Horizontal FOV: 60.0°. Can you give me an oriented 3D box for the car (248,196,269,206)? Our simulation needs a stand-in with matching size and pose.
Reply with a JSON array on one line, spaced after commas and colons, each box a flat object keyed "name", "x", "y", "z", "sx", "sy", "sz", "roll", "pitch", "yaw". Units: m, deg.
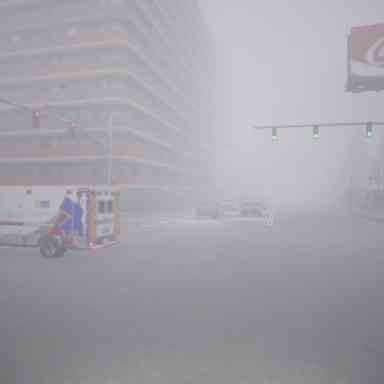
[{"name": "car", "x": 8.370, "y": 1.525, "z": 41.771, "sx": 1.812, "sy": 1.442, "sz": 4.674, "roll": 0, "pitch": 0, "yaw": 15}]

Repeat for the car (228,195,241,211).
[{"name": "car", "x": 4.429, "y": 1.477, "z": 40.547, "sx": 1.882, "sy": 1.535, "sz": 5.008, "roll": 0, "pitch": 0, "yaw": 15}]

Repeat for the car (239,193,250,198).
[{"name": "car", "x": 8.999, "y": 1.224, "z": 57.829, "sx": 2.150, "sy": 2.045, "sz": 5.566, "roll": 0, "pitch": 0, "yaw": 15}]

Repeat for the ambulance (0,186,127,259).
[{"name": "ambulance", "x": -5.843, "y": 1.031, "z": 12.582, "sx": 6.366, "sy": 2.431, "sz": 2.351, "roll": 0, "pitch": 0, "yaw": 15}]

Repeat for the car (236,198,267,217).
[{"name": "car", "x": 5.754, "y": 1.547, "z": 31.823, "sx": 2.033, "sy": 1.411, "sz": 5.357, "roll": 0, "pitch": 0, "yaw": 15}]

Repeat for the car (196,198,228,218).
[{"name": "car", "x": 1.694, "y": 1.477, "z": 30.151, "sx": 1.882, "sy": 1.535, "sz": 5.008, "roll": 0, "pitch": 0, "yaw": 15}]
